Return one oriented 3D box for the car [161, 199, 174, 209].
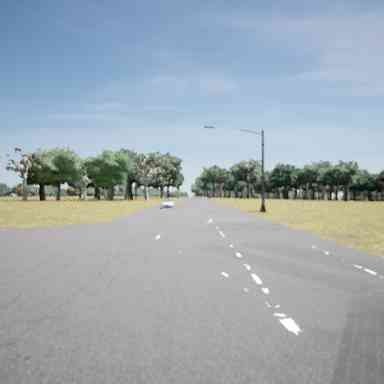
[{"bbox_3d":[-3.766,1.857,52.531,1.812,1.442,4.674,0,0,0],"label":"car"}]
